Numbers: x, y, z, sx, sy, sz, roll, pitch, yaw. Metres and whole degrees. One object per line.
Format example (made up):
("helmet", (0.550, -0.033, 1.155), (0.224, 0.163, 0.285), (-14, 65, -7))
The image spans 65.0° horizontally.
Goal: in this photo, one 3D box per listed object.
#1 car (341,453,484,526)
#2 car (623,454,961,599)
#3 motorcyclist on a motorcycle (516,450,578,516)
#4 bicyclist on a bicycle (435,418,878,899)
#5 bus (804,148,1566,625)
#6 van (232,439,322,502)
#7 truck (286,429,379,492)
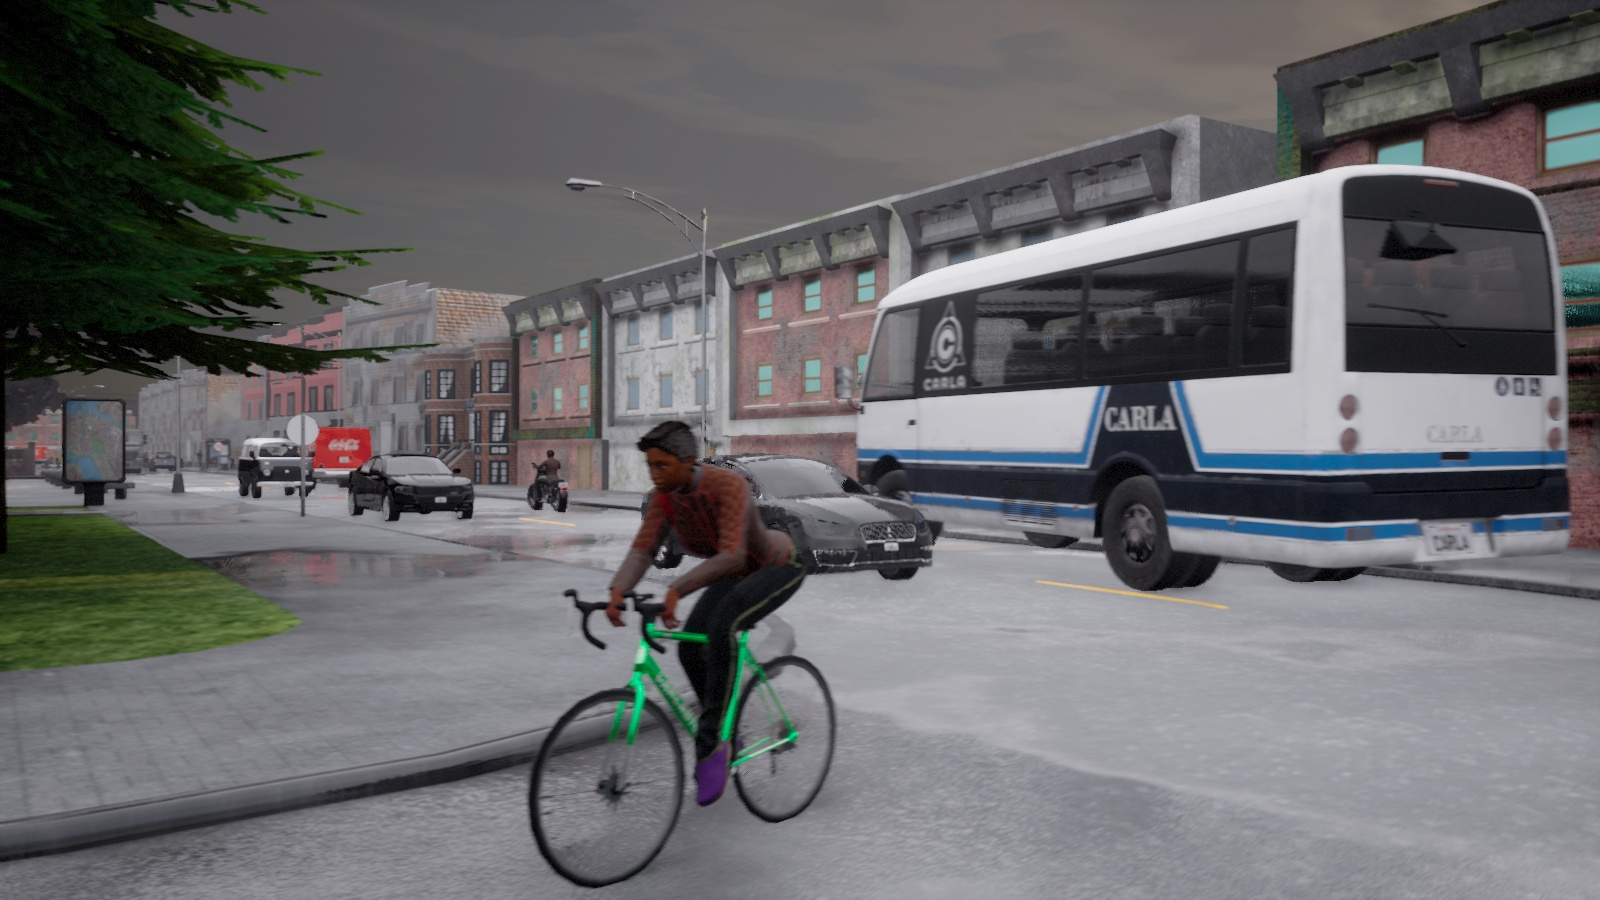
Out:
("car", (-9.074, 0.852, 29.141), (1.882, 1.535, 5.008), (0, 0, -33))
("car", (-0.309, 0.805, 15.541), (1.837, 1.490, 4.892), (0, 0, -33))
("motorcyclist on a motorcycle", (-6.602, 0.829, 32.688), (0.766, 1.649, 2.350), (0, 0, -33))
("bicyclist on a bicycle", (-0.454, 0.716, 4.652), (0.582, 1.620, 1.656), (-2, -1, 39))
("bus", (3.921, -0.603, 16.679), (3.944, 4.253, 10.273), (-1, 0, -23))
("van", (-17.902, 0.673, 42.838), (2.069, 2.038, 4.480), (0, 0, -33))
("truck", (-19.890, 0.476, 53.302), (2.627, 2.467, 5.204), (0, -2, -33))
